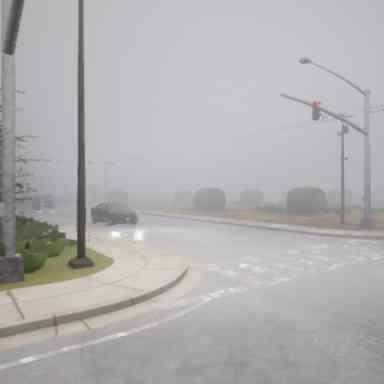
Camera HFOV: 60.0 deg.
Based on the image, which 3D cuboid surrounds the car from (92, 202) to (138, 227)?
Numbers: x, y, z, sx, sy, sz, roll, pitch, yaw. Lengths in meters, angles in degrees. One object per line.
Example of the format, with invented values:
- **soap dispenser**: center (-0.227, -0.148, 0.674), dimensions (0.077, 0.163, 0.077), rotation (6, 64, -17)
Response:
- **car**: center (-5.493, 1.494, 23.394), dimensions (1.882, 1.535, 5.008), rotation (0, 0, -34)

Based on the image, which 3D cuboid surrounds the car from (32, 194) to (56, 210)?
- **car**: center (-19.845, 1.241, 44.425), dimensions (2.150, 2.045, 5.566), rotation (0, 0, -34)
